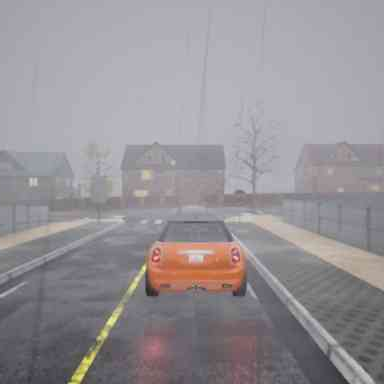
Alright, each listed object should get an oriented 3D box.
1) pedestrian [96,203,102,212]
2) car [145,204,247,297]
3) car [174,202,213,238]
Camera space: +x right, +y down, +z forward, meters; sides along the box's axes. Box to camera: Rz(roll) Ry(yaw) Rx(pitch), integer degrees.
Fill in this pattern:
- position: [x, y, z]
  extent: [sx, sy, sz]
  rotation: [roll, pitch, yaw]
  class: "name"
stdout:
- position: [-9.666, 1.135, 34.562]
  extent: [0.375, 1.860, 0.375]
  rotation: [0, 2, 0]
  class: "pedestrian"
- position: [0.085, 1.316, 8.657]
  extent: [2.097, 1.767, 4.553]
  rotation: [0, 0, 0]
  class: "car"
- position: [0.030, 1.408, 18.419]
  extent: [1.882, 1.535, 5.008]
  rotation: [0, 0, -1]
  class: "car"
